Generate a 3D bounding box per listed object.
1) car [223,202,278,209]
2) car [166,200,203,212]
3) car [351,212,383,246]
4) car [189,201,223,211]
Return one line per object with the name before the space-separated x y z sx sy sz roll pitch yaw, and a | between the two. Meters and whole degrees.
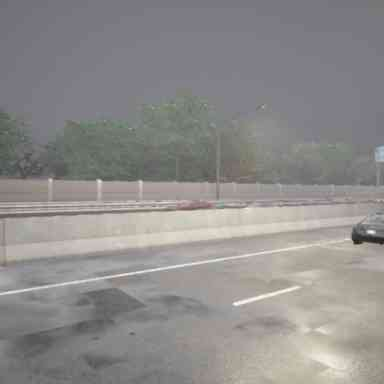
car | 4.875 1.497 24.666 4.674 1.442 1.812 0 0 -35
car | 0.034 1.450 29.812 5.008 1.535 1.882 0 0 -35
car | 8.675 1.539 14.234 4.181 1.385 1.994 0 0 -36
car | 2.446 1.573 27.234 4.718 1.301 1.895 0 0 -35
